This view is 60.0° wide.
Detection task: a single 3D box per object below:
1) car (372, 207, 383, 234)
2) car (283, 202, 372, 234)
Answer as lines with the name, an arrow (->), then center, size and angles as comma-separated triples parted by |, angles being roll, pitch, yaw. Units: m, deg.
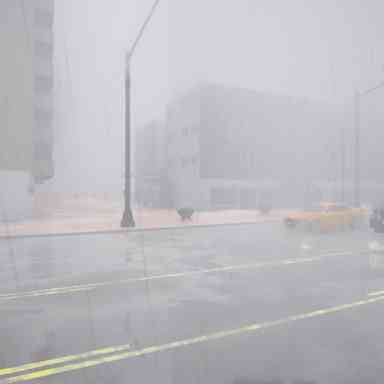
car -> 11.509, 1.053, 16.716 | 5.566, 2.045, 2.150 | -1, 0, -26
car -> 7.374, 1.350, 18.589 | 5.008, 1.535, 1.882 | -1, 0, -26
